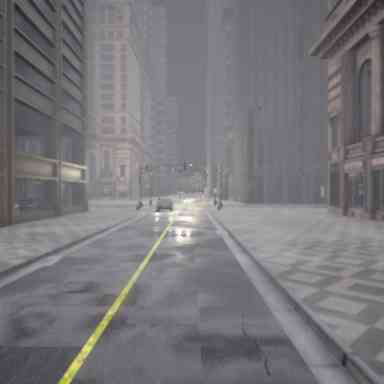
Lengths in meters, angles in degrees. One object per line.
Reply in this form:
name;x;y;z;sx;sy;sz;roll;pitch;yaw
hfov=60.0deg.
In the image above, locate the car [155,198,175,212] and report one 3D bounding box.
car;-3.051;1.504;38.412;1.837;1.490;4.892;0;0;0
